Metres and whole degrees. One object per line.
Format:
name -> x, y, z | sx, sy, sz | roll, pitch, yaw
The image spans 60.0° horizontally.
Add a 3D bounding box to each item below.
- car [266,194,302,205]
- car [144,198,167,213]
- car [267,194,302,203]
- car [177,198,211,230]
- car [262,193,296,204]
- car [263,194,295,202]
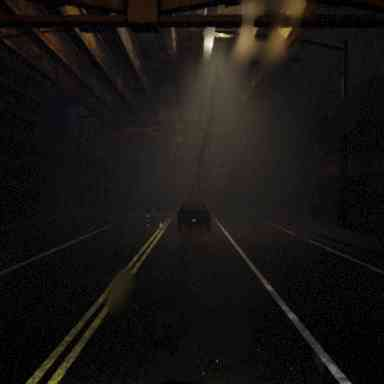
car -> 13.274, 1.074, 47.929 | 4.974, 1.542, 2.038 | 0, 1, -20
car -> -3.550, 1.314, 33.684 | 2.033, 1.411, 5.357 | 0, 1, 1
car -> 13.322, 0.917, 47.946 | 4.536, 1.218, 1.853 | 0, 1, -20
car -> 0.104, 1.374, 20.425 | 1.882, 1.535, 5.008 | 0, 0, 0
car -> 13.601, 1.032, 52.088 | 4.974, 1.542, 2.038 | 0, 1, 25
car -> 13.648, 0.875, 52.065 | 4.536, 1.218, 1.853 | 0, 1, 25
